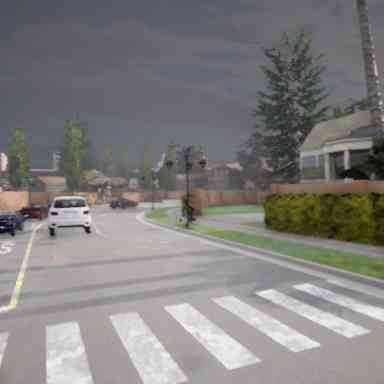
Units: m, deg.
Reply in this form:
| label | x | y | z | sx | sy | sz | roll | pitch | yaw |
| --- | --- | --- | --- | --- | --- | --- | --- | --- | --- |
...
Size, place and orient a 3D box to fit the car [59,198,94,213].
| label | x | y | z | sx | sy | sz | roll | pitch | yaw |
| --- | --- | --- | --- | --- | --- | --- | --- | --- | --- |
| car | -13.725 | 1.596 | 39.967 | 1.882 | 1.535 | 5.008 | -1 | 1 | 7 |

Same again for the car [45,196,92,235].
| label | x | y | z | sx | sy | sz | roll | pitch | yaw |
| --- | --- | --- | --- | --- | --- | --- | --- | --- | --- |
| car | -7.348 | 1.285 | 19.896 | 2.150 | 2.045 | 5.566 | -1 | 0 | -22 |

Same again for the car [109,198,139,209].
| label | x | y | z | sx | sy | sz | roll | pitch | yaw |
| --- | --- | --- | --- | --- | --- | --- | --- | --- | --- |
| car | -9.164 | 1.565 | 45.241 | 2.033 | 1.411 | 5.357 | -1 | 0 | 18 |

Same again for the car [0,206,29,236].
| label | x | y | z | sx | sy | sz | roll | pitch | yaw |
| --- | --- | --- | --- | --- | --- | --- | --- | --- | --- |
| car | -10.733 | 1.719 | 18.846 | 1.895 | 1.301 | 4.718 | -1 | 0 | -20 |

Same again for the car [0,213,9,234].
| label | x | y | z | sx | sy | sz | roll | pitch | yaw |
| --- | --- | --- | --- | --- | --- | --- | --- | --- | --- |
| car | -7.085 | 1.628 | 10.052 | 2.033 | 1.411 | 5.357 | -1 | 0 | -23 |

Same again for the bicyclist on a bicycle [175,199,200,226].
| label | x | y | z | sx | sy | sz | roll | pitch | yaw |
| --- | --- | --- | --- | --- | --- | --- | --- | --- | --- |
| bicyclist on a bicycle | -0.269 | 1.257 | 20.511 | 1.656 | 1.620 | 0.582 | -1 | 0 | -24 |

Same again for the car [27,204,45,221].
| label | x | y | z | sx | sy | sz | roll | pitch | yaw |
| --- | --- | --- | --- | --- | --- | --- | --- | --- | --- |
| car | -13.403 | 1.703 | 28.491 | 1.994 | 1.385 | 4.181 | -1 | 0 | -8 |
